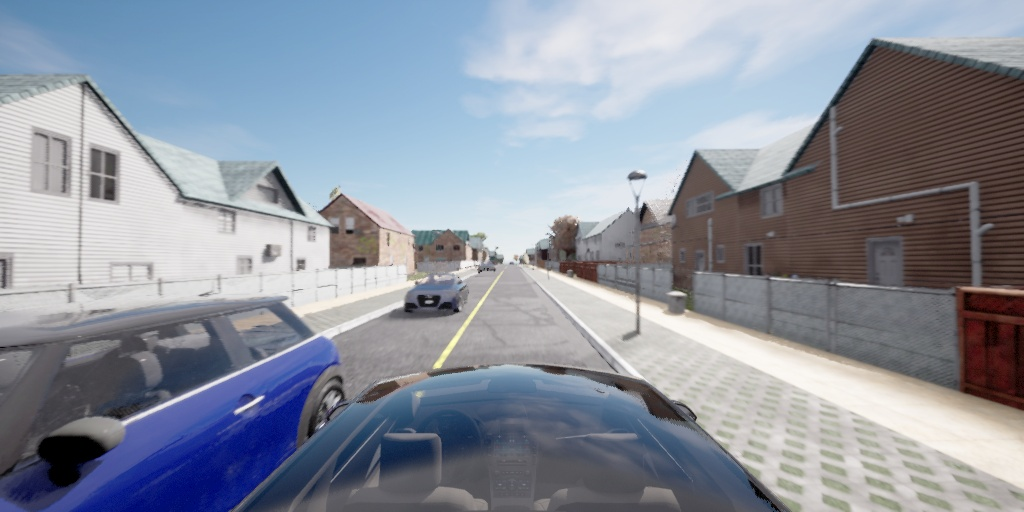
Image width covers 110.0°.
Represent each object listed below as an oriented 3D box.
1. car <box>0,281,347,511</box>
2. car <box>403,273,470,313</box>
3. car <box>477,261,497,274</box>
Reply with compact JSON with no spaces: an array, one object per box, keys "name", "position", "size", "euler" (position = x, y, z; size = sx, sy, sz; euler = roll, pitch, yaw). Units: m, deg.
[{"name":"car","position":[-2.851,1.120,1.999],"size":[2.097,1.767,4.553],"euler":[0,0,0]},{"name":"car","position":[-2.843,1.390,14.273],"size":[1.994,1.385,4.181],"euler":[0,0,0]},{"name":"car","position":[-2.774,1.265,40.581],"size":[1.994,1.385,4.181],"euler":[0,0,0]}]
